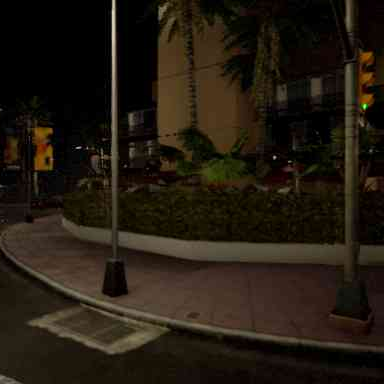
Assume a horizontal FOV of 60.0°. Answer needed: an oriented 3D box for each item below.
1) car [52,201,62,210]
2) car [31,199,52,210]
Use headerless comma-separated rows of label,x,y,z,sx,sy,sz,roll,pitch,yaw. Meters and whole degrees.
car,-15.332,1.508,43.151,2.128,1.511,4.902,0,0,13
car,-18.966,1.578,42.724,1.994,1.385,4.181,0,0,13
